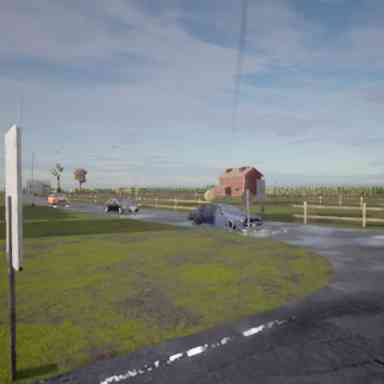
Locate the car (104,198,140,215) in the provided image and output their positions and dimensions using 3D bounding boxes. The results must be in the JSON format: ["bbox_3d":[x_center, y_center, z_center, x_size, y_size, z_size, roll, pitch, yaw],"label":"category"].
[{"bbox_3d":[-6.738,1.315,31.633,2.128,1.511,4.902,-1,1,-38],"label":"car"}]

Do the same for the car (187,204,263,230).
[{"bbox_3d":[1.854,1.458,20.825,2.033,1.411,5.357,-1,1,-38],"label":"car"}]

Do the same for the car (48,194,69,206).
[{"bbox_3d":[-19.831,1.039,49.273,2.097,1.767,4.553,-1,1,-35],"label":"car"}]
